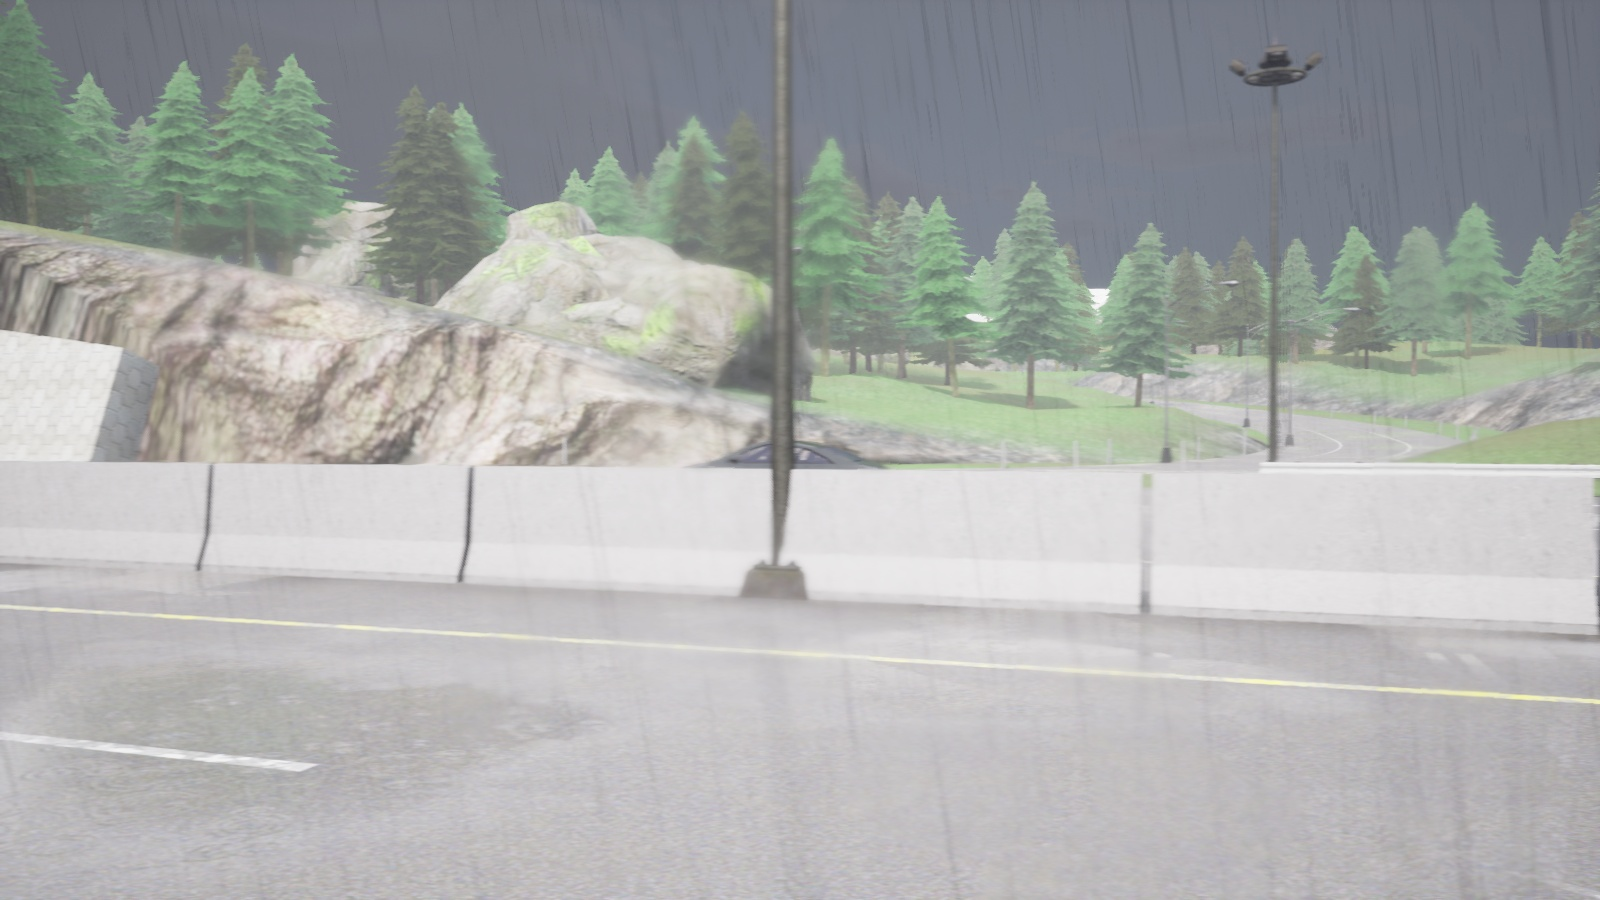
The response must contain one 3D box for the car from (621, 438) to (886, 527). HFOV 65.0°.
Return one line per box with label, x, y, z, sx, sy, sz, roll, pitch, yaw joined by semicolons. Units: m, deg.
car;-0.789;0.511;21.922;4.181;1.385;1.994;1;1;19
